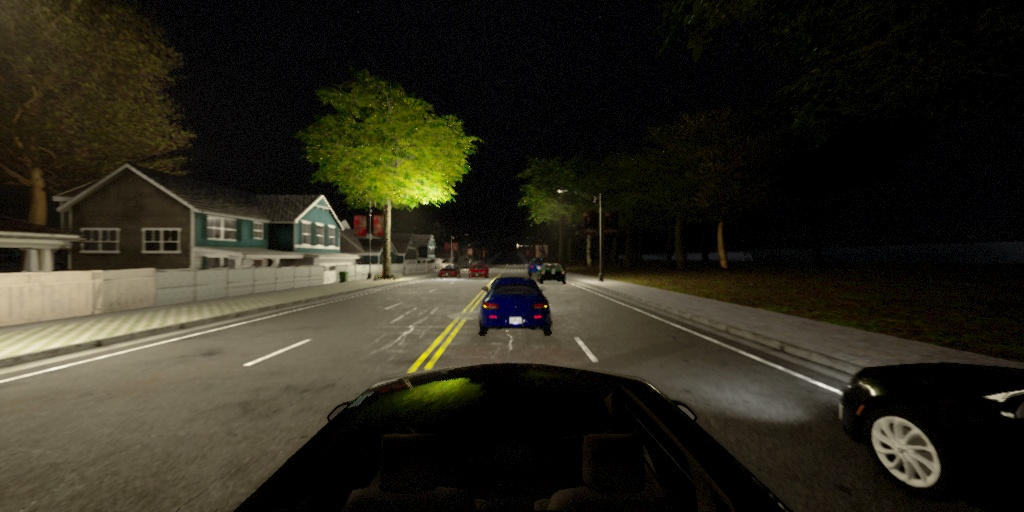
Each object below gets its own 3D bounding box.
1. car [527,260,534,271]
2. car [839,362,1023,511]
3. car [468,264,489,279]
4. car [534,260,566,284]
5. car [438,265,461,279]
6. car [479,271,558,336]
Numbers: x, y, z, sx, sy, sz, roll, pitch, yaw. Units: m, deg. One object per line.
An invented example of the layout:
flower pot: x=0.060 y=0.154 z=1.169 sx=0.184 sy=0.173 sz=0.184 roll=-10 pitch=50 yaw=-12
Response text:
car: x=3.205 y=1.507 z=46.420 sx=2.150 sy=2.045 sz=5.566 roll=0 pitch=-1 yaw=0
car: x=4.221 y=1.262 z=1.581 sx=1.837 sy=1.490 sz=4.892 roll=0 pitch=0 yaw=0
car: x=-3.434 y=1.605 z=37.681 sx=1.882 sy=1.535 sz=5.008 roll=0 pitch=-1 yaw=0
car: x=3.253 y=1.376 z=30.395 sx=2.097 sy=1.767 sz=4.553 roll=0 pitch=-1 yaw=0
car: x=-6.685 y=1.704 z=38.777 sx=1.994 sy=1.385 sz=4.181 roll=0 pitch=-1 yaw=0
car: x=0.074 y=1.325 z=10.499 sx=1.812 sy=1.442 sz=4.674 roll=0 pitch=0 yaw=0
